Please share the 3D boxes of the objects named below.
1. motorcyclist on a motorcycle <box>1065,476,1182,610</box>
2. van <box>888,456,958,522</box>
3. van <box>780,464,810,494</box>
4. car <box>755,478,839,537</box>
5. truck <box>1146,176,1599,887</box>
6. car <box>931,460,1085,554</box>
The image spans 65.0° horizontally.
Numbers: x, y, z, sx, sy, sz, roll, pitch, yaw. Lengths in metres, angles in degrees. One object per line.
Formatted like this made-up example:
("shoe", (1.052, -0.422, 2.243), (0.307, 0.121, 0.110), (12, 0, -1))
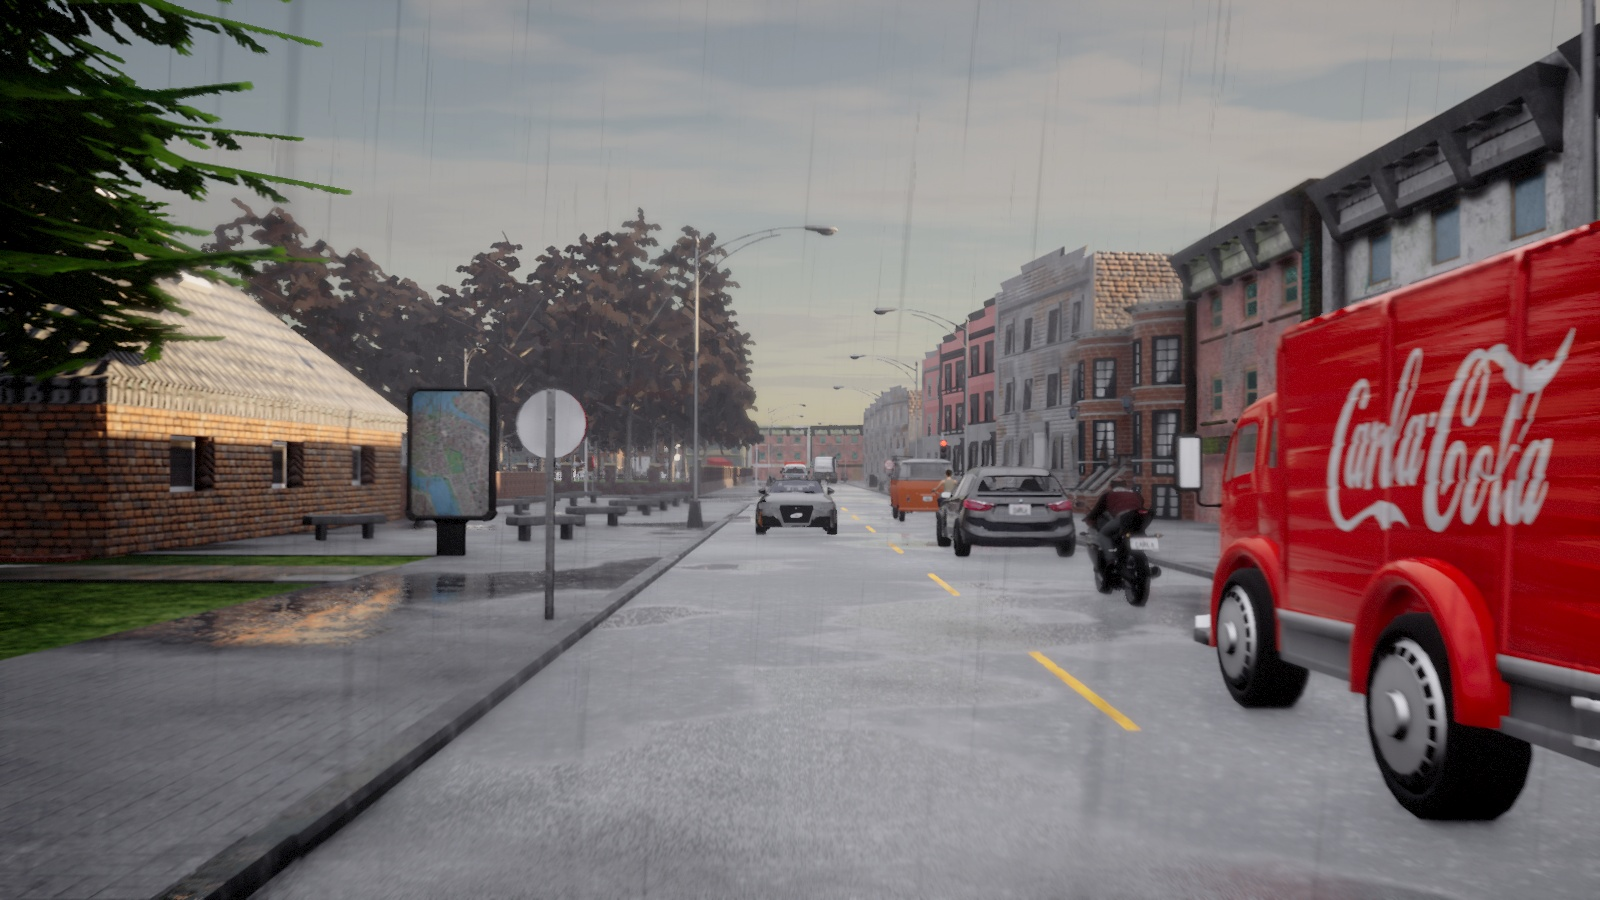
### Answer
("motorcyclist on a motorcycle", (3.962, 1.092, 15.584), (0.866, 1.530, 2.191), (0, -1, 0))
("van", (3.895, 1.223, 40.419), (1.775, 1.987, 4.442), (0, -1, 0))
("van", (-0.325, 2.001, 88.036), (2.069, 2.038, 4.480), (0, -1, 0))
("car", (-0.077, 1.407, 31.806), (1.994, 1.385, 4.181), (0, -1, 0))
("truck", (3.980, 0.398, 6.970), (2.627, 2.467, 5.204), (0, -3, 0))
("car", (3.938, 1.051, 24.588), (2.242, 1.667, 4.611), (0, -1, 0))
